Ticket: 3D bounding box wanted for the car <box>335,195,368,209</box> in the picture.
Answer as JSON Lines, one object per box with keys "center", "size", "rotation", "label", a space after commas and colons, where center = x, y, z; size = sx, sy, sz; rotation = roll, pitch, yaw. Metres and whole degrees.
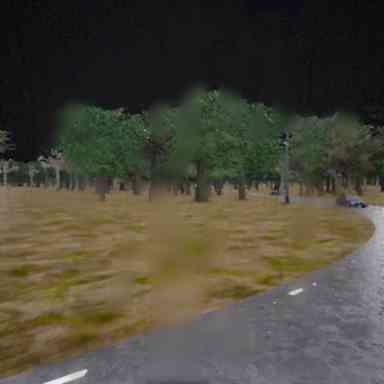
{"center": [17.541, 1.072, 36.883], "size": [2.033, 1.411, 5.357], "rotation": [0, 1, 6], "label": "car"}
